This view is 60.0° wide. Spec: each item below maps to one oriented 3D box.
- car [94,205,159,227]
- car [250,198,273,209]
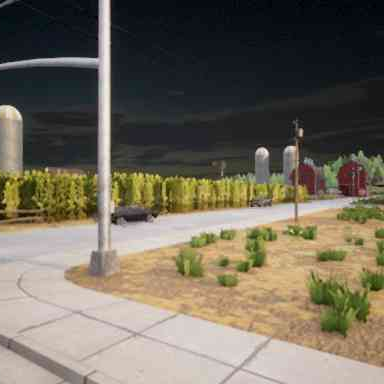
[{"bbox_3d":[-4.476,1.624,23.156,1.895,1.301,4.718,0,0,33],"label":"car"},{"bbox_3d":[9.463,1.448,45.090,1.994,1.385,4.181,0,0,32],"label":"car"}]
